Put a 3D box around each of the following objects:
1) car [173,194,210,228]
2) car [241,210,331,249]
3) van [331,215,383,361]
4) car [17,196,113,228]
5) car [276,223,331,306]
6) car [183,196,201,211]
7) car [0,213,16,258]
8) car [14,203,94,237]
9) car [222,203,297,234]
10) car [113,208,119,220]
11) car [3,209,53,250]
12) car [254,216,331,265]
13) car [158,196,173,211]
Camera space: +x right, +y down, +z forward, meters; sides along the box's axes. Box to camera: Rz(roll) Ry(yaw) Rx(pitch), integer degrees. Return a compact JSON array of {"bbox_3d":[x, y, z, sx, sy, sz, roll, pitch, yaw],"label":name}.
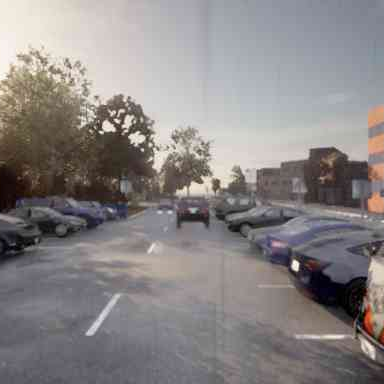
[{"bbox_3d":[0.061,1.302,23.323,2.150,2.045,5.566,0,0,0],"label":"car"},{"bbox_3d":[4.399,1.567,12.406,4.674,1.452,2.002,0,0,0],"label":"car"},{"bbox_3d":[4.293,1.270,3.929,4.442,1.987,1.878,0,0,0],"label":"van"},{"bbox_3d":[-8.161,1.302,20.654,5.566,2.045,2.435,0,0,0],"label":"car"},{"bbox_3d":[4.434,1.536,6.754,4.792,1.488,2.163,0,0,0],"label":"car"},{"bbox_3d":[-0.065,1.448,42.129,2.097,1.767,4.553,0,0,-2],"label":"car"},{"bbox_3d":[-8.163,1.516,9.482,5.008,1.535,2.097,0,0,0],"label":"car"},{"bbox_3d":[-8.191,1.547,17.953,4.892,1.521,2.231,0,0,0],"label":"car"},{"bbox_3d":[4.393,1.546,18.056,5.008,1.535,2.097,0,0,0],"label":"car"},{"bbox_3d":[-8.135,1.433,26.433,4.553,1.767,2.185,0,-1,0],"label":"car"},{"bbox_3d":[-8.168,1.528,12.306,4.892,1.521,2.231,0,0,0],"label":"car"},{"bbox_3d":[4.398,1.557,9.580,4.674,1.452,2.002,0,0,0],"label":"car"},{"bbox_3d":[-3.322,1.643,43.241,2.033,1.411,5.357,0,0,0],"label":"car"}]
